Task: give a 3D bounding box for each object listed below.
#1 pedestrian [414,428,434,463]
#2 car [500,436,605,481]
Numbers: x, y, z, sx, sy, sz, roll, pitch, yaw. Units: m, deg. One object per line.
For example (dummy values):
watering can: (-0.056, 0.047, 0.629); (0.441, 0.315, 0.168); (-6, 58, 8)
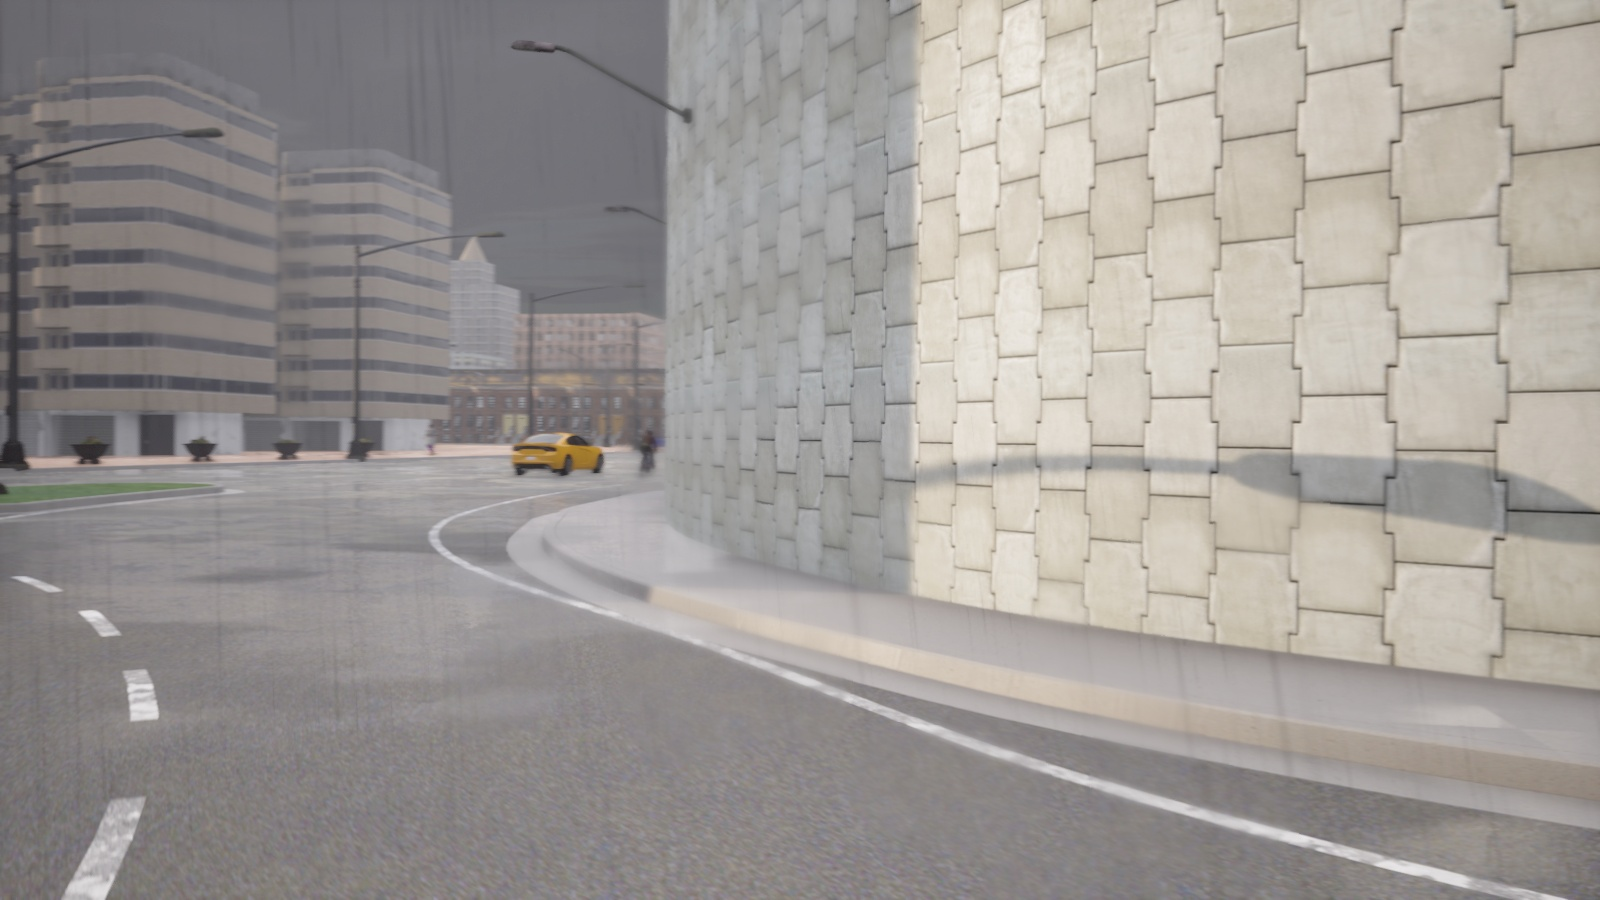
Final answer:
pedestrian: (-20.991, -0.241, 70.070); (0.659, 1.952, 0.873); (0, 1, 16)
car: (-8.823, 0.270, 45.208); (1.882, 1.535, 5.008); (0, 1, 12)
